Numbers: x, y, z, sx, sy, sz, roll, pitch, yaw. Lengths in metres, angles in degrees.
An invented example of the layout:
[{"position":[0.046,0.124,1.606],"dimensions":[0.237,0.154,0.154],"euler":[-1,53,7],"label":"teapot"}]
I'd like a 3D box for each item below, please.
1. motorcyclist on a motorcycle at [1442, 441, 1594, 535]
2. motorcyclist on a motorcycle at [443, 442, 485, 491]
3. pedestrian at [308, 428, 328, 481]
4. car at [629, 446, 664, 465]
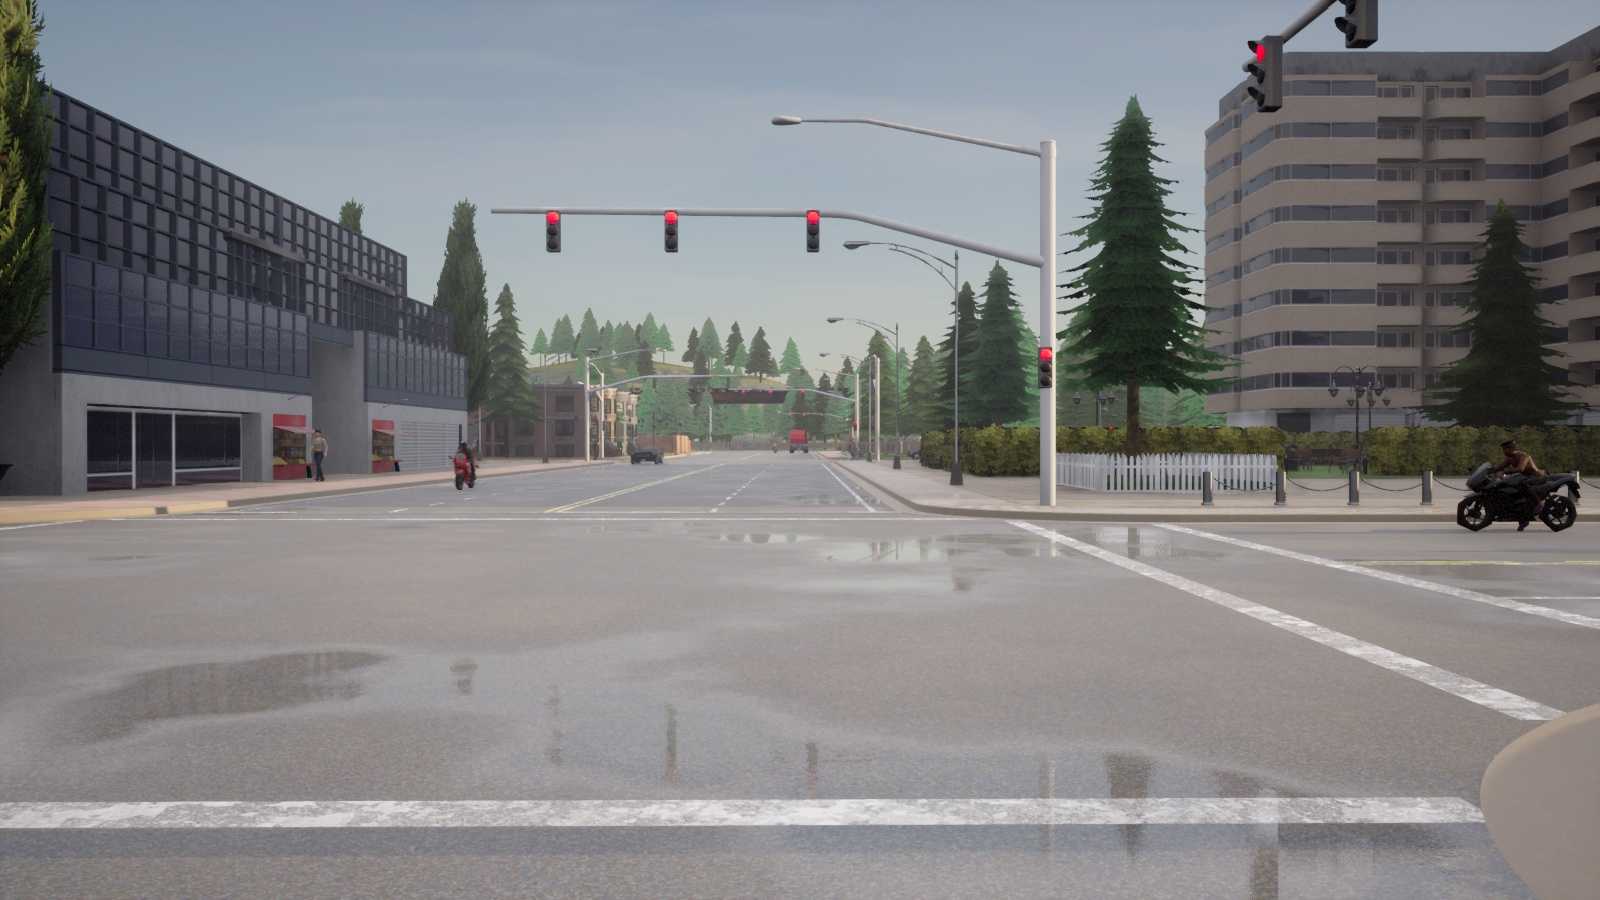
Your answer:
[{"position":[11.870,0.621,20.800],"dimensions":[2.044,1.523,0.797],"euler":[0,0,0],"label":"motorcyclist on a motorcycle"},{"position":[-10.671,0.495,39.928],"dimensions":[0.797,1.523,2.044],"euler":[0,0,0],"label":"motorcyclist on a motorcycle"},{"position":[-16.805,0.144,43.807],"dimensions":[0.345,1.836,0.594],"euler":[0,0,17],"label":"pedestrian"},{"position":[-10.664,0.344,87.574],"dimensions":[1.895,1.301,4.718],"euler":[0,0,0],"label":"car"}]
